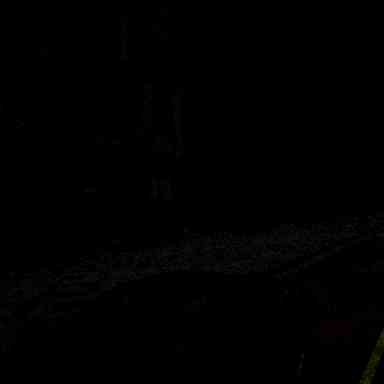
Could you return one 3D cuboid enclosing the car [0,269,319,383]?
[{"bbox_3d":[-0.168,1.676,3.588,2.033,1.411,5.357,-2,-2,36],"label":"car"}]
